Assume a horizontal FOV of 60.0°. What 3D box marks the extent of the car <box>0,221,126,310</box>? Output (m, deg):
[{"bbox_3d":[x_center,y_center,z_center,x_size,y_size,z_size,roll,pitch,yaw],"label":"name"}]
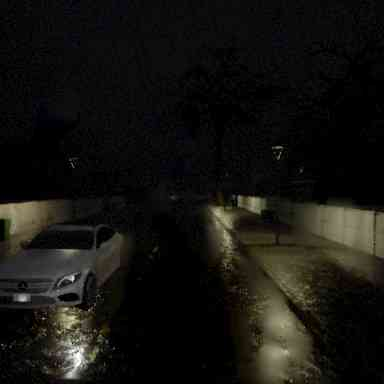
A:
[{"bbox_3d":[-2.774,1.467,7.809,1.812,1.442,4.674,0,0,1],"label":"car"}]
